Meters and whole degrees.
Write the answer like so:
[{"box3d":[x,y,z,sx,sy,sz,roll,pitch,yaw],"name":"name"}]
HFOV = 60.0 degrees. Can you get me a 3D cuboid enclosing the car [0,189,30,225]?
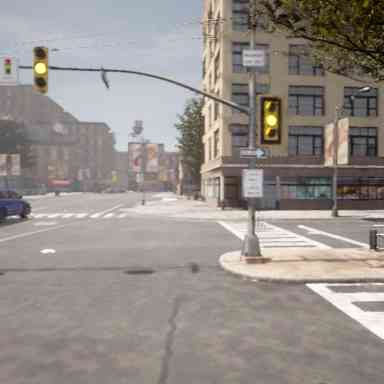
[{"box3d":[-12.042,0.812,20.521,2.150,2.045,5.566,0,1,-4],"name":"car"}]
